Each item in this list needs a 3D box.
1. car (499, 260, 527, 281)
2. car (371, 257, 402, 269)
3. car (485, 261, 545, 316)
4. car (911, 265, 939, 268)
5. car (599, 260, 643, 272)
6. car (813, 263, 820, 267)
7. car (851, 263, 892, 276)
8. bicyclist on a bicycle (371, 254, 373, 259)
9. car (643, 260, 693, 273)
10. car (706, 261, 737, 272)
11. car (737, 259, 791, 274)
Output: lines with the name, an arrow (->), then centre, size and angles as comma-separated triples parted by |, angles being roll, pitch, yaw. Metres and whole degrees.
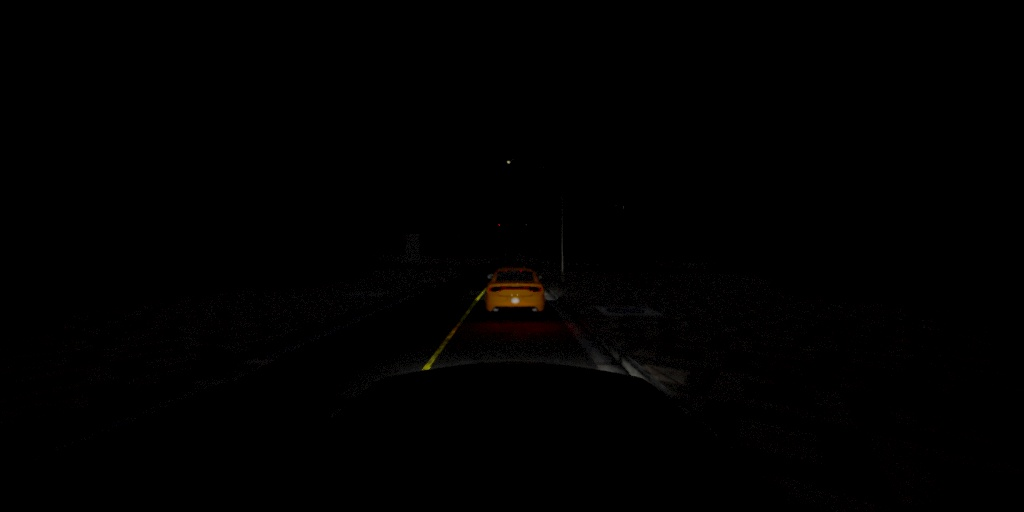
car -> 0.099, 1.083, 28.501 | 2.033, 1.411, 5.357 | 0, 0, 0
car -> -14.782, 0.805, 40.644 | 4.403, 1.370, 2.007 | 0, 0, 0
car -> 0.099, 1.137, 13.037 | 1.882, 1.535, 5.008 | 0, 1, 0
car -> 45.986, 1.744, 40.739 | 4.507, 1.381, 1.888 | 0, 0, 0
car -> 12.126, 1.213, 40.740 | 4.313, 1.339, 1.948 | 0, 0, 0
car -> 34.699, 1.553, 40.739 | 4.507, 1.381, 1.888 | 0, 0, 0
car -> 40.349, 1.685, 40.739 | 4.207, 1.307, 1.802 | 0, 0, 0
bicyclist on a bicycle -> -20.494, 0.378, 52.130 | 0.582, 1.620, 1.656 | 1, 1, 0
car -> 17.938, 1.260, 40.740 | 4.829, 1.417, 1.751 | 0, 0, 0
car -> 29.064, 1.387, 49.265 | 4.507, 1.381, 1.888 | 0, 0, 0
car -> 29.055, 1.230, 40.740 | 5.009, 1.841, 2.192 | 0, 0, 0
